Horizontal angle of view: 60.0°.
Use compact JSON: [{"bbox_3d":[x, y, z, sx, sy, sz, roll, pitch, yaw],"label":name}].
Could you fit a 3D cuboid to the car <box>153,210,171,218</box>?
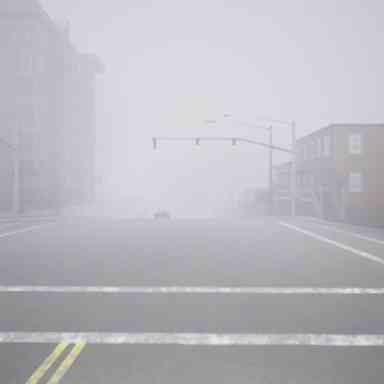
[{"bbox_3d":[-3.595,2.924,41.033,2.033,1.411,5.357,0,-10,0],"label":"car"}]
